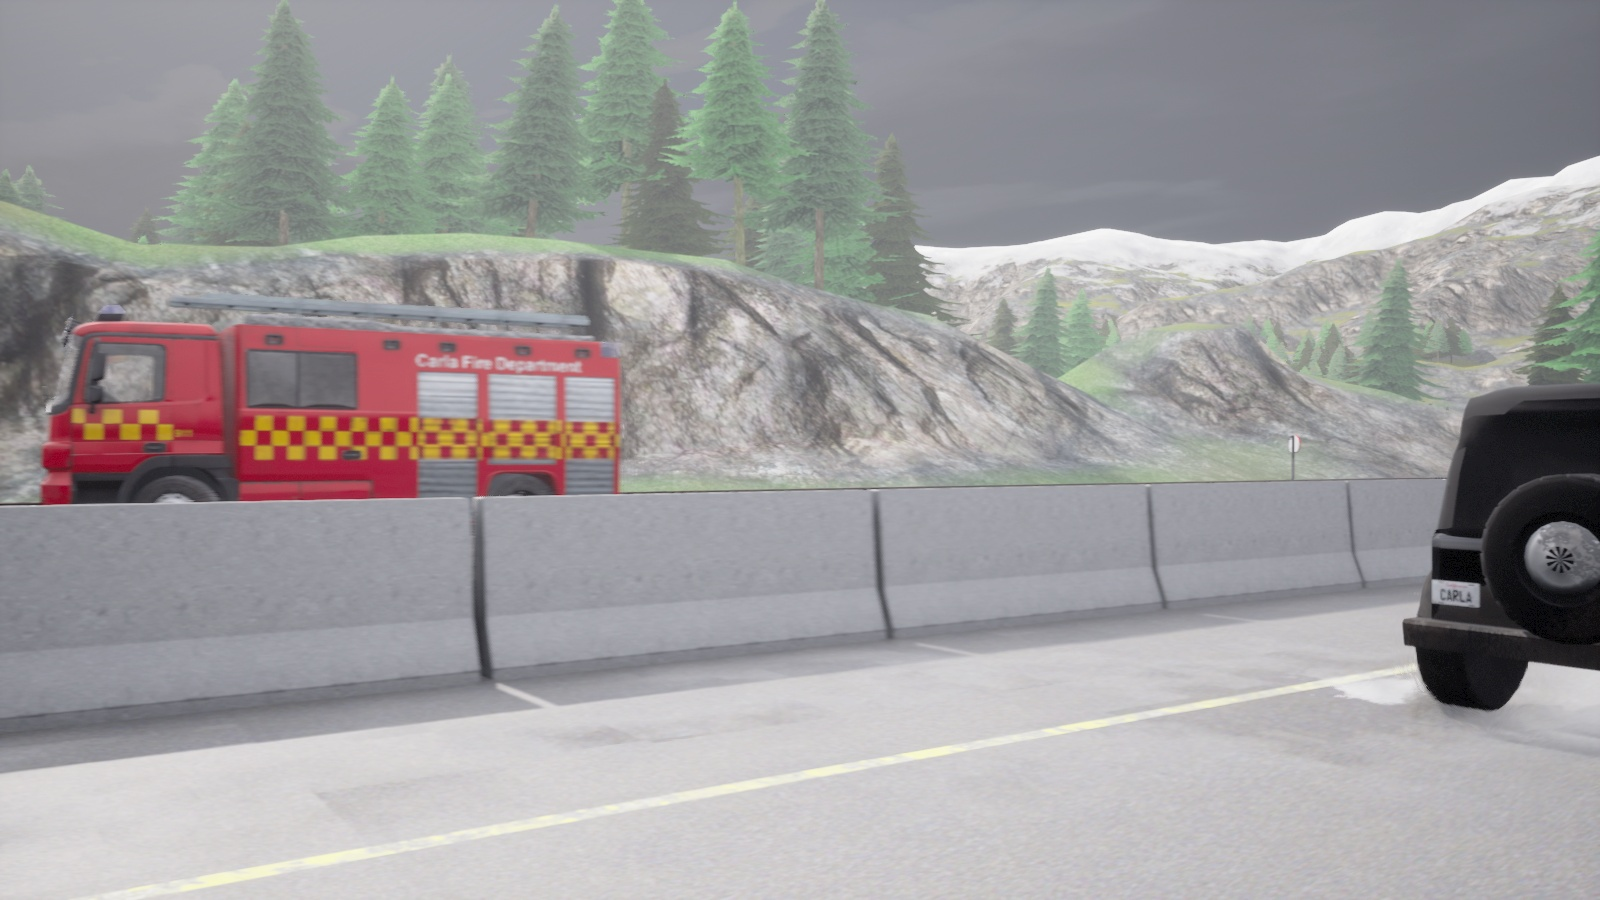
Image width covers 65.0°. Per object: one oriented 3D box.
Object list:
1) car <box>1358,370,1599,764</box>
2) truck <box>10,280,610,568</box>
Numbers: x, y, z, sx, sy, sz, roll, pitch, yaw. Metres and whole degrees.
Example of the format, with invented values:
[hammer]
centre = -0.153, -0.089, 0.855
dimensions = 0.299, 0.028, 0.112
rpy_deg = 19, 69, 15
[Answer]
[car]
centre = 5.243, 0.549, 7.309
dimensions = 3.866, 1.878, 1.905
rpy_deg = 0, 0, -35
[truck]
centre = -7.547, -0.355, 20.035
dimensions = 8.468, 3.827, 2.891
rpy_deg = 0, 0, -30
